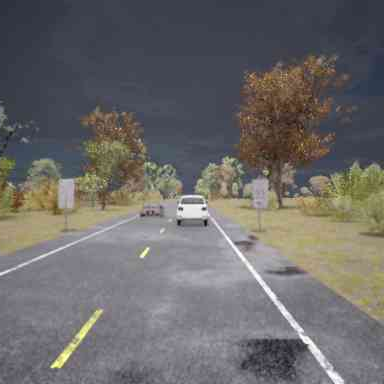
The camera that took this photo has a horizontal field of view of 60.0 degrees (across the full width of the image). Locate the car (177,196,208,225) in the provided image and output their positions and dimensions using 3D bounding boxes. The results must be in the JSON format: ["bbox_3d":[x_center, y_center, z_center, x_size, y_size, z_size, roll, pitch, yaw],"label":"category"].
[{"bbox_3d":[0.049,1.281,24.821,2.150,2.045,5.566,0,0,0],"label":"car"}]

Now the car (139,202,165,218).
[{"bbox_3d":[-3.555,1.642,30.488,1.994,1.385,4.181,0,0,1],"label":"car"}]

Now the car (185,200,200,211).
[{"bbox_3d":[0.073,1.737,43.993,1.895,1.301,4.718,0,0,0],"label":"car"}]
